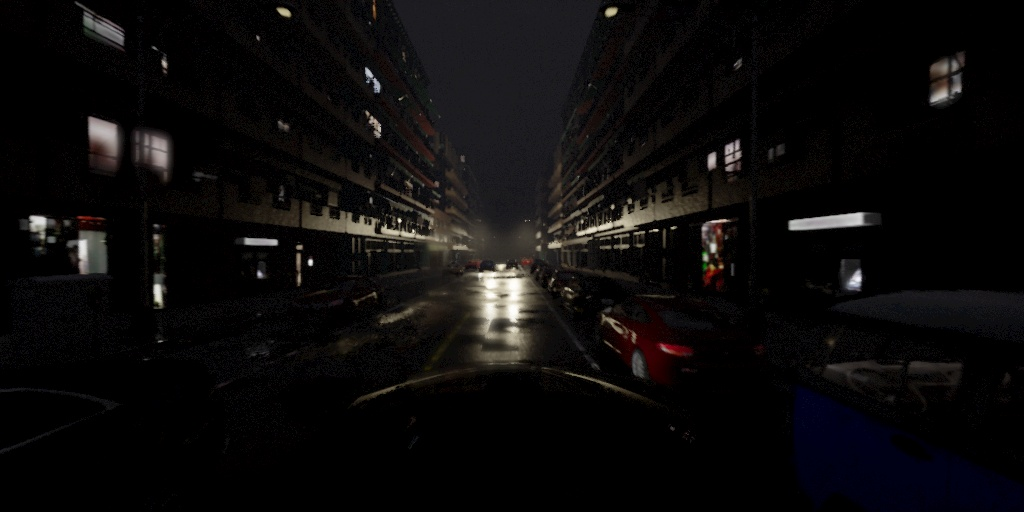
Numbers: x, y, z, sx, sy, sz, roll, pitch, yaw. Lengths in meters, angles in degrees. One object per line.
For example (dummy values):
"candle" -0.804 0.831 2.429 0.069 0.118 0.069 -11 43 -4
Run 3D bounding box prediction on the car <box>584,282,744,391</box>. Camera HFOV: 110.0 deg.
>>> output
"car" 2.692 1.331 6.510 1.802 1.307 4.207 0 0 0

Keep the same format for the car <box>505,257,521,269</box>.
"car" 0.023 1.277 55.243 1.837 1.490 4.892 0 0 0

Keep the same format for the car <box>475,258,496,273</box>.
"car" -3.060 1.239 44.763 1.882 1.535 5.008 0 0 0

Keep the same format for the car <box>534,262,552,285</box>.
"car" 2.699 1.296 23.563 1.888 1.381 4.507 0 0 0

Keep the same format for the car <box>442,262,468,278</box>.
"car" -5.678 1.281 34.769 1.751 1.417 4.829 0 0 0

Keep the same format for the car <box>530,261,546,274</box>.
"car" 2.701 1.335 29.248 1.802 1.307 4.207 0 0 0

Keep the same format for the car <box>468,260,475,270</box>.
"car" -5.672 1.313 51.993 1.888 1.381 4.507 0 0 0

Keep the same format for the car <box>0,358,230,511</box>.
"car" -3.100 1.242 0.700 2.128 1.511 4.902 0 0 0

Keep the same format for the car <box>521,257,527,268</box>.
"car" 2.713 1.096 63.356 2.192 1.841 5.009 0 0 0

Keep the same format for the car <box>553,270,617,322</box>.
"car" 2.695 1.314 12.194 1.948 1.339 4.313 0 0 0

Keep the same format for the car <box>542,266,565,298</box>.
"car" 2.697 1.331 17.879 1.802 1.307 4.207 0 0 0

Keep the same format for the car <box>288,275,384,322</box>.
"car" -5.686 1.331 12.200 1.802 1.307 4.207 0 0 0

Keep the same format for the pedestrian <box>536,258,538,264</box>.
"pedestrian" 3.018 1.055 44.277 0.375 1.860 0.375 -1 1 0

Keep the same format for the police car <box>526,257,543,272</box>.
"police car" 3.016 1.185 41.280 1.930 1.638 5.238 0 0 0

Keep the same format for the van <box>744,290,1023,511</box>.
"van" 2.690 1.091 0.825 1.690 1.789 3.998 0 0 0
